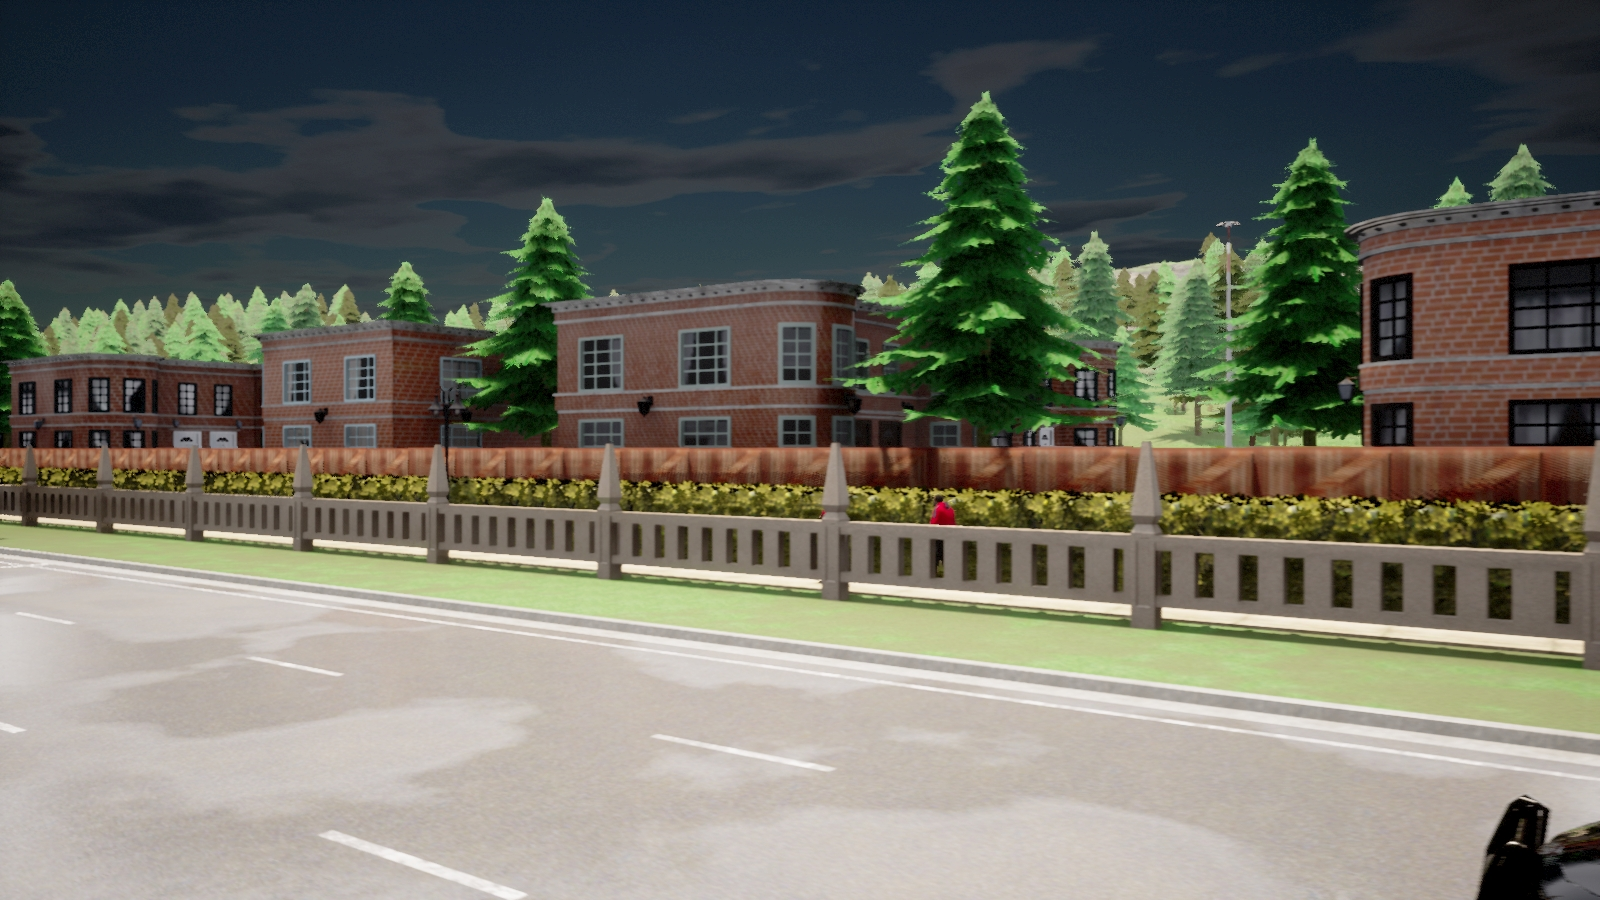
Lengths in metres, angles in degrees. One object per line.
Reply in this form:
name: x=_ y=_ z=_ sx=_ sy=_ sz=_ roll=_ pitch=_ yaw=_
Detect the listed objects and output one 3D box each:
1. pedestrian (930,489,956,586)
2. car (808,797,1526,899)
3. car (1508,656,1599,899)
pedestrian: x=2.792 y=1.695 z=22.316 sx=0.375 sy=1.860 sz=0.375 roll=0 pitch=0 yaw=36
car: x=1.917 y=2.065 z=2.419 sx=4.193 sy=1.474 sz=1.816 roll=0 pitch=0 yaw=35
car: x=5.676 y=1.983 z=4.083 sx=5.238 sy=1.638 sz=2.097 roll=0 pitch=0 yaw=35
